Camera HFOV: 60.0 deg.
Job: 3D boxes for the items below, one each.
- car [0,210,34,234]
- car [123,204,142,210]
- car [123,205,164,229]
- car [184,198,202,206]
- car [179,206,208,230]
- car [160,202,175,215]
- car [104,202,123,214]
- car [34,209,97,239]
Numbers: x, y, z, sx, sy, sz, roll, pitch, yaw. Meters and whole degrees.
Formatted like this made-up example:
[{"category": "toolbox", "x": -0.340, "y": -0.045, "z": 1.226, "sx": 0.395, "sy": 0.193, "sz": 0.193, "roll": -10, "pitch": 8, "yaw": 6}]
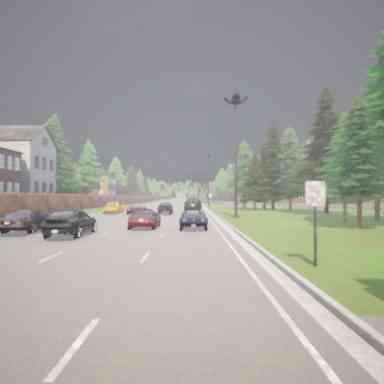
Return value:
[{"category": "car", "x": -10.394, "y": 1.837, "z": 21.257, "sx": 2.033, "sy": 1.411, "sz": 5.357, "roll": 0, "pitch": -1, "yaw": 0}, {"category": "car", "x": -6.887, "y": 2.165, "z": 41.665, "sx": 1.895, "sy": 1.301, "sz": 4.718, "roll": 0, "pitch": -1, "yaw": 0}, {"category": "car", "x": -3.393, "y": 1.893, "z": 24.220, "sx": 1.994, "sy": 1.385, "sz": 4.181, "roll": 0, "pitch": -1, "yaw": 0}, {"category": "car", "x": 0.111, "y": 1.796, "z": 42.468, "sx": 2.150, "sy": 2.045, "sz": 5.566, "roll": 0, "pitch": -1, "yaw": 0}, {"category": "car", "x": 0.108, "y": 1.924, "z": 23.853, "sx": 1.895, "sy": 1.301, "sz": 4.718, "roll": 0, "pitch": -1, "yaw": 0}, {"category": "car", "x": -3.387, "y": 2.087, "z": 43.004, "sx": 1.837, "sy": 1.490, "sz": 4.892, "roll": 0, "pitch": -1, "yaw": 0}, {"category": "car", "x": -10.387, "y": 2.082, "z": 44.633, "sx": 1.882, "sy": 1.535, "sz": 5.008, "roll": 0, "pitch": -1, "yaw": 0}, {"category": "car", "x": -6.895, "y": 1.766, "z": 19.119, "sx": 1.837, "sy": 1.490, "sz": 4.892, "roll": 0, "pitch": -1, "yaw": 0}]
